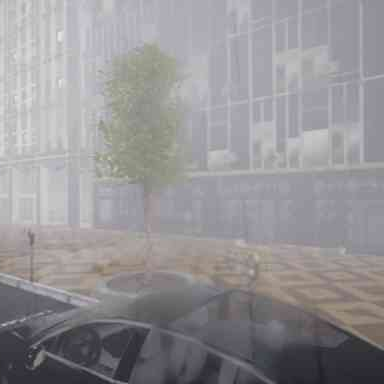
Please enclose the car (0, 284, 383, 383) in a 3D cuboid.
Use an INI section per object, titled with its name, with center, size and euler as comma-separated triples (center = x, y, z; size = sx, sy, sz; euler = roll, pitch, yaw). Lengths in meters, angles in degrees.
[car]
center = -0.248, 1.581, 3.052
size = 4.313, 1.339, 1.947
euler = -1, 0, 35
